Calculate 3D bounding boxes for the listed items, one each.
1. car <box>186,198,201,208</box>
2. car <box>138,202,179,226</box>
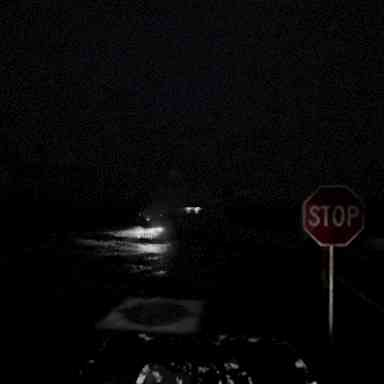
[{"bbox_3d":[0.233,1.565,49.096,2.033,1.411,5.357,0,0,6],"label":"car"},{"bbox_3d":[-2.313,1.501,23.916,2.128,1.511,4.902,1,0,13],"label":"car"}]
